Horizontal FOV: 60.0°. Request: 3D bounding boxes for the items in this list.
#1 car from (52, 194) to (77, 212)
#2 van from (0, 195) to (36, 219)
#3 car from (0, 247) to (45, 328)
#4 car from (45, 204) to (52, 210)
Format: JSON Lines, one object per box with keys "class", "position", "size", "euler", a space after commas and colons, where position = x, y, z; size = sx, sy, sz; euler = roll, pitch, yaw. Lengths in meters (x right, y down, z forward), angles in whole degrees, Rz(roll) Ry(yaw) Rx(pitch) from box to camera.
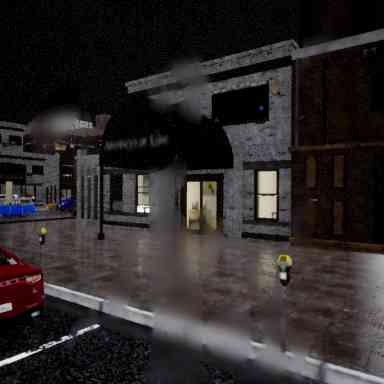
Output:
{"class": "car", "position": [-13.906, 1.284, 41.228], "size": [2.150, 2.045, 5.566], "euler": [0, 0, 36]}
{"class": "van", "position": [-15.623, 1.413, 28.713], "size": [1.690, 1.788, 3.998], "euler": [0, 0, 35]}
{"class": "car", "position": [-4.531, 1.544, 6.099], "size": [4.507, 1.381, 1.887], "euler": [0, 0, 35]}
{"class": "car", "position": [-16.227, 1.569, 42.442], "size": [1.752, 1.417, 4.829], "euler": [0, 0, 35]}
